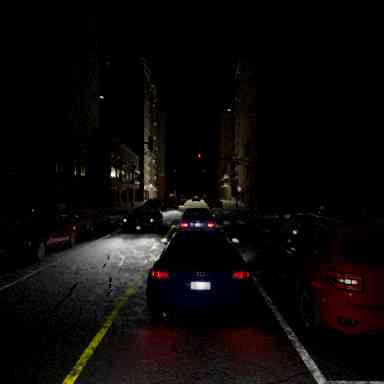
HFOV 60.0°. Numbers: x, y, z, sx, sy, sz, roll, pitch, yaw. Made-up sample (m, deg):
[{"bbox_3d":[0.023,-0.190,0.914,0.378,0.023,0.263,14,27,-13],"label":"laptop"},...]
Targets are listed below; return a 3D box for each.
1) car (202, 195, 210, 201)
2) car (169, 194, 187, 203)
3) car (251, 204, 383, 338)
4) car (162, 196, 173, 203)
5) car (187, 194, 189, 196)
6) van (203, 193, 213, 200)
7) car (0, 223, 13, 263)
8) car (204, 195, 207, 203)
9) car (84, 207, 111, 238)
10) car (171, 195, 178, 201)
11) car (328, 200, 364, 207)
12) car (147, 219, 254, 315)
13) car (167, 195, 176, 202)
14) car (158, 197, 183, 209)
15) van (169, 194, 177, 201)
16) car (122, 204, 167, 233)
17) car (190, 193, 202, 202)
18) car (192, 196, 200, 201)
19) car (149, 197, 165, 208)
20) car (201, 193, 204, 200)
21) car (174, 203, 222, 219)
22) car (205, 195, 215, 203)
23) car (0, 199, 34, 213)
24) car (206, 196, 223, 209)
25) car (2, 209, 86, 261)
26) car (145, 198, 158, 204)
[{"bbox_3d":[3.820,1.597,90.201,1.947,1.339,4.313,1,0,1],"label":"car"},{"bbox_3d":[-2.389,1.364,55.223,2.097,1.767,4.553,0,0,1],"label":"car"},{"bbox_3d":[2.754,1.316,6.552,2.192,1.841,5.009,1,0,1],"label":"car"},{"bbox_3d":[-4.994,1.600,67.626,1.802,1.307,4.206,1,0,1],"label":"car"},{"bbox_3d":[-2.150,1.565,68.248,2.033,1.411,5.357,0,0,1],"label":"car"},{"bbox_3d":[3.460,1.357,61.837,1.690,1.788,3.998,1,0,1],"label":"van"},{"bbox_3d":[-5.776,1.526,6.500,1.752,1.417,4.829,1,0,1],"label":"car"},{"bbox_3d":[3.385,1.595,56.164,1.802,1.307,4.206,1,0,1],"label":"car"},{"bbox_3d":[-5.632,1.529,17.748,1.752,1.417,4.829,1,0,1],"label":"car"},{"bbox_3d":[-4.704,1.613,90.315,1.802,1.307,4.206,1,0,1],"label":"car"},{"bbox_3d":[13.991,1.502,31.884,4.553,1.767,2.097,0,-1,1],"label":"car"},{"bbox_3d":[0.176,1.566,7.678,1.994,1.385,4.181,0,0,1],"label":"car"},{"bbox_3d":[-4.848,1.464,78.970,1.967,1.590,4.097,1,0,1],"label":"car"},{"bbox_3d":[-2.668,1.610,42.071,1.895,1.301,4.718,0,0,4],"label":"car"},{"bbox_3d":[-4.775,1.369,84.643,1.690,1.788,3.998,1,0,1],"label":"van"},{"bbox_3d":[-2.848,1.607,19.979,1.895,1.301,4.718,0,0,1],"label":"car"},{"bbox_3d":[0.953,1.563,74.194,2.033,1.411,5.357,0,0,1],"label":"car"},{"bbox_3d":[1.078,1.624,84.893,1.895,1.301,4.718,0,0,1],"label":"car"},{"bbox_3d":[-5.212,1.556,50.608,1.887,1.381,4.507,1,0,1],"label":"car"},{"bbox_3d":[3.533,1.333,67.510,2.192,1.841,5.009,1,0,1],"label":"car"},{"bbox_3d":[0.270,1.551,17.741,2.033,1.411,5.357,0,0,0],"label":"car"},{"bbox_3d":[3.313,1.593,50.491,1.802,1.307,4.206,1,0,1],"label":"car"},{"bbox_3d":[-16.422,1.341,29.240,4.902,1.511,2.128,1,-1,1],"label":"car"},{"bbox_3d":[3.240,1.592,44.818,1.802,1.307,4.206,1,0,1],"label":"car"},{"bbox_3d":[-5.702,1.547,12.294,1.887,1.381,4.507,1,0,1],"label":"car"},{"bbox_3d":[-5.284,1.554,44.936,1.887,1.381,4.507,1,0,1],"label":"car"}]
